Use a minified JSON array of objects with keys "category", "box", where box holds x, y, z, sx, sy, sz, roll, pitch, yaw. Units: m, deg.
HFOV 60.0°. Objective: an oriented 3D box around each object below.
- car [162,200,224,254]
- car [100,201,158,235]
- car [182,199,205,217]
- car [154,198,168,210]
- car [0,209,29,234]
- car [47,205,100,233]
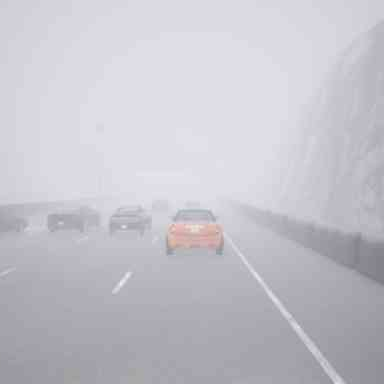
[{"category":"car","box":[0.100,1.378,13.812,2.097,1.767,4.553,0,0,0]},{"category":"car","box":[-3.400,1.510,19.026,2.128,1.511,4.902,0,0,0]},{"category":"car","box":[0.100,1.503,32.054,2.033,1.411,5.357,0,0,0]},{"category":"car","box":[-3.400,1.405,36.961,2.128,1.511,4.902,0,0,0]},{"category":"car","box":[-10.400,1.569,16.922,2.033,1.411,5.357,0,0,0]},{"category":"car","box":[-6.900,1.492,20.004,1.882,1.535,5.008,0,0,0]}]
